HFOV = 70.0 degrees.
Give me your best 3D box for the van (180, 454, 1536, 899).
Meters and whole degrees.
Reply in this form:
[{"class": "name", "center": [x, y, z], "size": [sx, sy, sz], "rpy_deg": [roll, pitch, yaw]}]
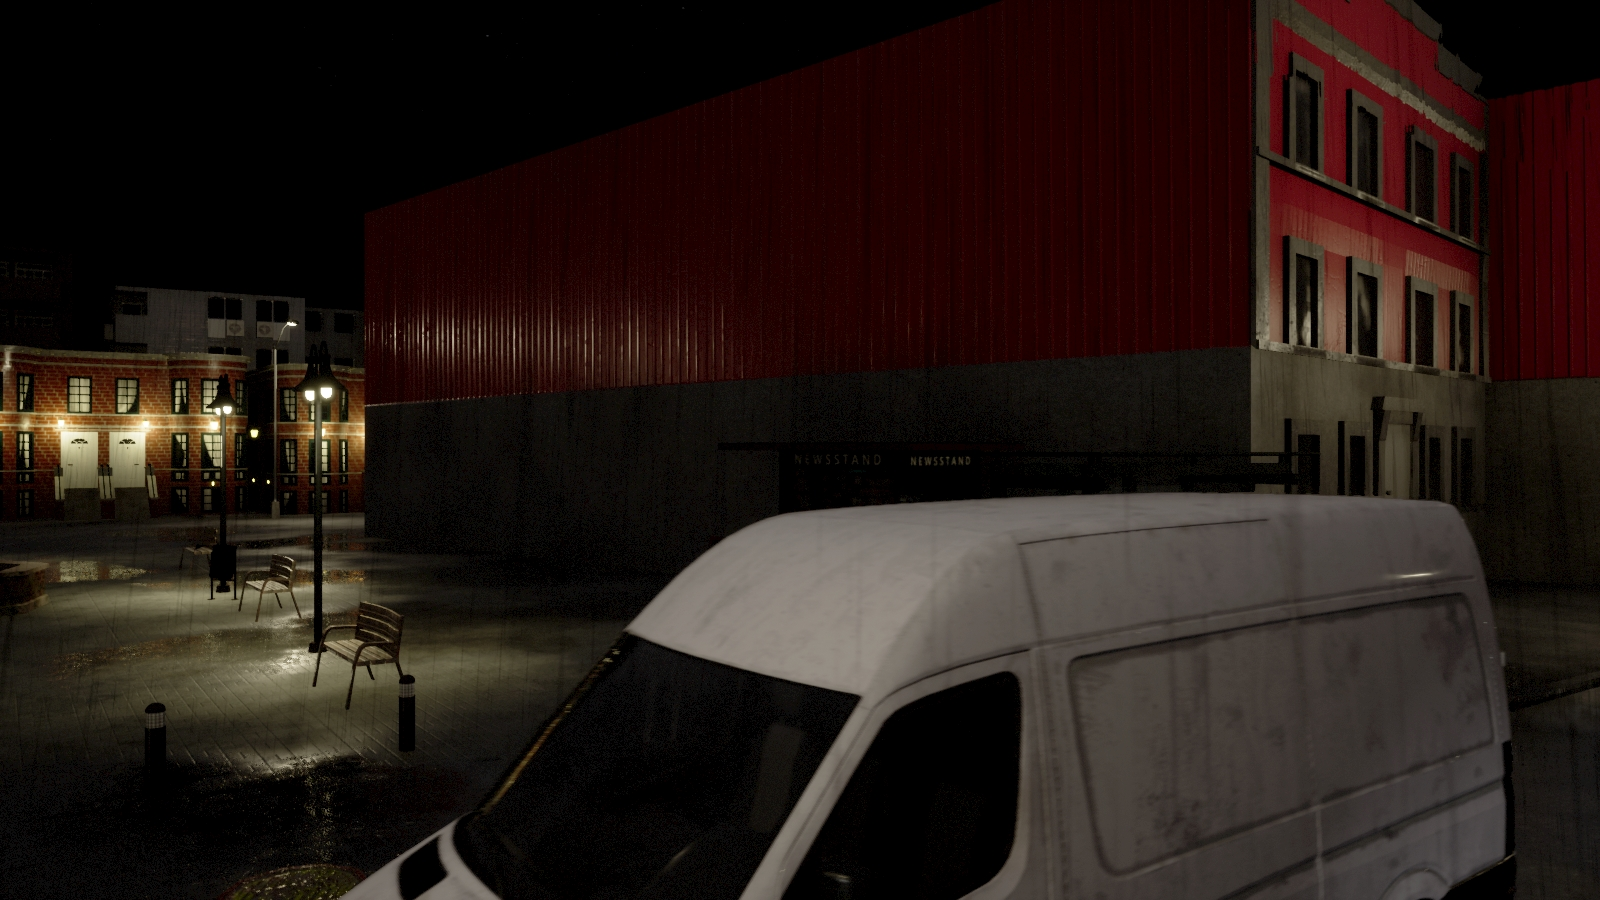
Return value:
[{"class": "van", "center": [0.781, 1.313, 4.967], "size": [5.915, 2.561, 1.988], "rpy_deg": [0, 0, -35]}]
